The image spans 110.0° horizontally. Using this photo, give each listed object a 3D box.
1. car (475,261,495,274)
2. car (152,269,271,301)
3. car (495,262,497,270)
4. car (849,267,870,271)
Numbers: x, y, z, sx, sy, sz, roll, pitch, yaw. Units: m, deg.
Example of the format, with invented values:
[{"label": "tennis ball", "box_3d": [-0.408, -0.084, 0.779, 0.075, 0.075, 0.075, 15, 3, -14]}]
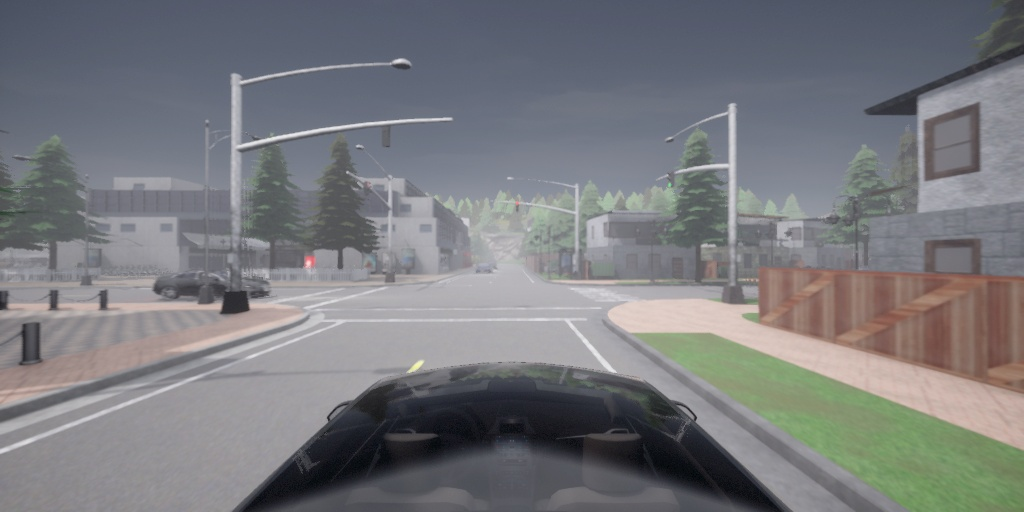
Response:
[{"label": "car", "box_3d": [-3.580, 1.539, 45.962, 1.812, 1.442, 4.674, 0, 0, 0]}, {"label": "car", "box_3d": [-14.559, 1.406, 17.592, 4.902, 1.511, 2.128, 1, 0, -2]}, {"label": "car", "box_3d": [-3.541, 1.597, 61.533, 2.128, 1.511, 4.902, 0, 0, 0]}, {"label": "car", "box_3d": [18.294, 1.444, 19.991, 4.718, 1.301, 1.895, 0, 0, -9]}]
